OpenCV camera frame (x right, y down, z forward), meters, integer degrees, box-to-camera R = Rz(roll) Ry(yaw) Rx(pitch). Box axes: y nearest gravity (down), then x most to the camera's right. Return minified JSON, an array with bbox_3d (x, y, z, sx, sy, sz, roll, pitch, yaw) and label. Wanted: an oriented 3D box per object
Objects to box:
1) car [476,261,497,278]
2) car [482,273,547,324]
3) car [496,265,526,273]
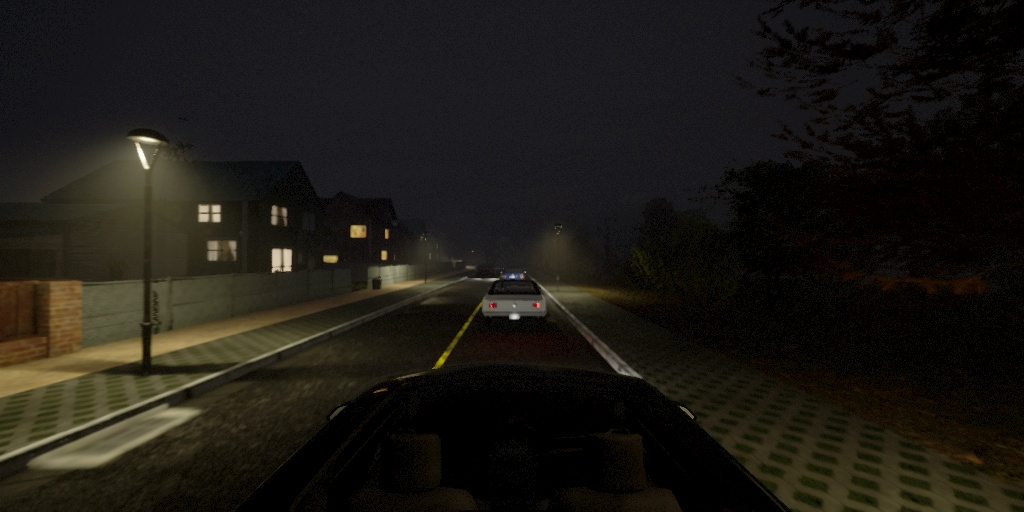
[{"bbox_3d":[-2.842,1.543,39.031,1.882,1.535,5.008,0,0,0],"label":"car"},{"bbox_3d":[0.084,1.445,12.372,1.895,1.301,4.718,0,0,0],"label":"car"},{"bbox_3d":[0.086,1.518,27.550,2.033,1.411,5.357,0,0,0],"label":"car"}]
